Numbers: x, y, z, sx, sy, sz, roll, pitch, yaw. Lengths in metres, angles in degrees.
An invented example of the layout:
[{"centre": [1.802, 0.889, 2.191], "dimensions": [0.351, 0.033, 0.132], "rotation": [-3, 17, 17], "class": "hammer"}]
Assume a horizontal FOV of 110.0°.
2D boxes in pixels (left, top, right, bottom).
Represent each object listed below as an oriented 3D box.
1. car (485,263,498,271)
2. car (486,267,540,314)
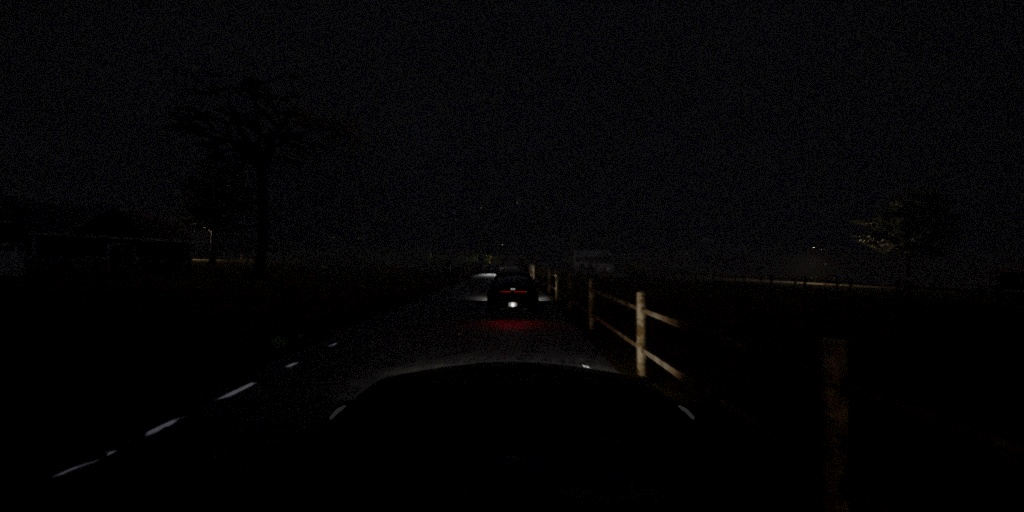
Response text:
[{"centre": [-2.852, 1.830, 53.571], "dimensions": [2.128, 1.511, 4.902], "rotation": [0, -1, 0], "class": "car"}, {"centre": [0.043, 1.363, 14.298], "dimensions": [1.837, 1.490, 4.892], "rotation": [0, 0, 0], "class": "car"}]
